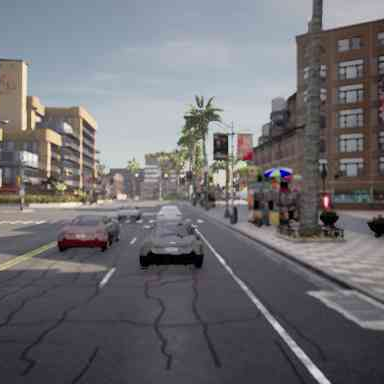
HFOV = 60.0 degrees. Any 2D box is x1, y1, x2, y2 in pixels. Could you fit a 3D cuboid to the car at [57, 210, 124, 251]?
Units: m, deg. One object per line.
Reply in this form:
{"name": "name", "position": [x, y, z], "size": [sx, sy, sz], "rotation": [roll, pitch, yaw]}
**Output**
{"name": "car", "position": [-4.441, 1.699, 14.843], "size": [1.994, 1.385, 4.181], "rotation": [0, 0, -4]}

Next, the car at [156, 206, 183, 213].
{"name": "car", "position": [-1.634, 1.741, 24.429], "size": [1.812, 1.442, 4.674], "rotation": [0, -1, -4]}

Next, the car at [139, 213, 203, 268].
{"name": "car", "position": [-0.721, 1.667, 11.701], "size": [1.994, 1.385, 4.181], "rotation": [0, -1, -4]}

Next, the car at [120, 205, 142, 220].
{"name": "car", "position": [-5.693, 1.876, 30.770], "size": [1.895, 1.301, 4.718], "rotation": [0, 0, -6]}
